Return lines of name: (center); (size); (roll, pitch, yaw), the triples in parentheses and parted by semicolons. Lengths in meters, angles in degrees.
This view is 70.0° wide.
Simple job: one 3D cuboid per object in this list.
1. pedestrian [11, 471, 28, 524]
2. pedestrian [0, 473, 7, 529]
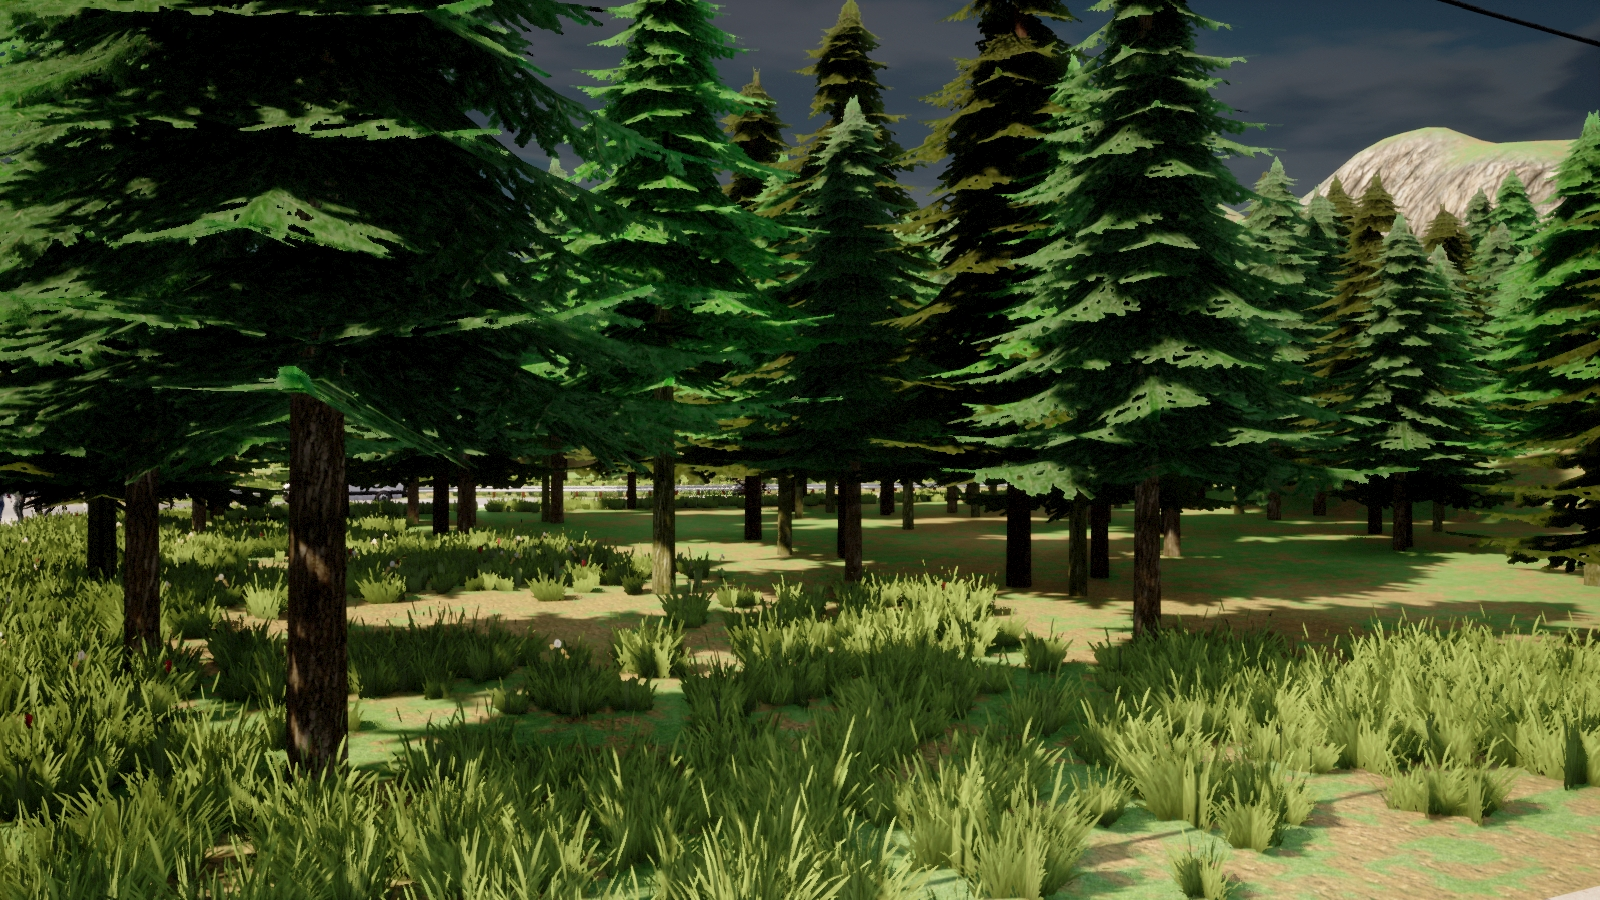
pedestrian: (-27.932, 1.694, 40.893); (0.375, 1.860, 0.375); (0, 0, 31)
pedestrian: (-26.819, 1.694, 38.252); (0.375, 1.860, 0.375); (0, 0, -24)
